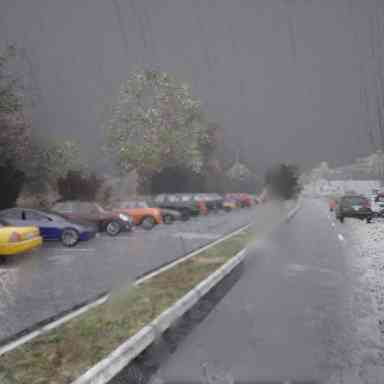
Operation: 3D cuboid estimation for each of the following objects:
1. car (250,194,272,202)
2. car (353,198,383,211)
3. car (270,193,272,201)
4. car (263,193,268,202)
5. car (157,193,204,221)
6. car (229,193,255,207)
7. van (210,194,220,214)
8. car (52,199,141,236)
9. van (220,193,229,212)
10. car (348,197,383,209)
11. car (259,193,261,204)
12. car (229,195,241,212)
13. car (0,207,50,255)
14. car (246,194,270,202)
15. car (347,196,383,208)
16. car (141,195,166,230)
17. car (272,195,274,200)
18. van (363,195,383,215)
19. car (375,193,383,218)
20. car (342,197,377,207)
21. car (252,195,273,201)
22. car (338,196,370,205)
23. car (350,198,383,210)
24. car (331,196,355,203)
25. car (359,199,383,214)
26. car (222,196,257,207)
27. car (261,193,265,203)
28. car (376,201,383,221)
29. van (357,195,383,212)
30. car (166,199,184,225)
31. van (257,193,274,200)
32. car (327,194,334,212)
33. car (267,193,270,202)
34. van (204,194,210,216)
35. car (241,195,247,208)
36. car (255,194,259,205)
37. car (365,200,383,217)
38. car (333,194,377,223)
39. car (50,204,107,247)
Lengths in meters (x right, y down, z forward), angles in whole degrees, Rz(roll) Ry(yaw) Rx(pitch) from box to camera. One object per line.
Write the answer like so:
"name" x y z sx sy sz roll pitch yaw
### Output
"car" 15.605 1.270 75.761 4.553 1.767 2.185 0 0 -3
"car" 24.206 1.647 43.553 5.366 1.575 1.946 2 0 0
"car" 12.923 1.393 67.282 5.008 1.535 2.097 0 0 -2
"car" 11.027 1.421 61.654 4.792 1.488 2.163 0 0 -1
"car" -2.089 1.113 25.319 5.566 2.045 2.435 0 0 0
"car" 5.105 1.129 44.870 5.566 2.045 2.435 0 0 0
"van" 0.113 1.143 30.910 4.442 1.987 1.878 0 0 0
"car" -5.183 1.232 16.947 4.553 1.767 2.185 0 0 0
"van" 1.141 1.145 33.705 4.442 1.987 1.878 0 0 0
"car" 26.042 1.647 49.230 4.892 1.521 2.231 2 0 -1
"car" 8.186 1.261 53.254 4.553 1.767 2.185 0 0 0
"car" 2.239 1.371 36.496 5.366 1.575 1.946 0 0 0
"car" -7.691 1.350 10.576 5.366 1.575 1.946 0 0 0
"car" 13.788 1.269 70.108 4.553 1.767 2.185 0 0 -2
"car" 27.033 1.520 52.083 4.553 1.767 2.185 2 0 -1
"car" -4.089 1.235 19.731 4.553 1.767 2.185 0 0 0
"car" 14.520 1.392 72.919 5.366 1.575 1.946 0 0 -2
"van" 20.804 1.412 35.053 4.442 1.987 1.878 2 1 0
"car" 16.786 1.383 23.783 5.566 2.045 2.435 2 0 0
"car" 29.003 1.645 57.800 5.008 1.535 2.097 2 0 -2
"car" 17.263 1.435 81.438 4.674 1.452 2.002 0 0 -4
"car" 30.899 1.644 63.532 5.008 1.535 2.097 2 1 -2
"car" 25.051 1.646 46.378 5.008 1.535 2.097 2 1 -1
"car" 35.300 1.674 77.987 4.674 1.452 2.002 1 0 -4
"car" 21.983 1.673 37.889 4.792 1.488 2.163 2 0 0
"car" 7.163 1.385 50.457 4.892 1.521 2.231 0 0 0
"car" 9.146 1.388 56.049 5.008 1.535 2.097 0 0 -1
"car" 17.795 1.635 26.597 5.008 1.535 2.097 2 1 0
"van" 22.879 1.415 40.709 4.442 1.987 1.878 2 1 0
"car" -3.093 1.402 22.531 4.674 1.452 2.002 0 0 0
"van" 20.549 1.166 92.863 4.442 1.987 1.878 0 0 -5
"car" 17.886 1.439 40.371 2.097 1.767 4.553 1 0 20
"car" 12.029 1.422 64.475 4.792 1.488 2.163 0 0 -1
"van" -0.914 1.141 28.116 4.442 1.987 1.878 0 0 0
"car" 4.136 1.407 42.085 4.792 1.488 2.163 0 0 0
"car" 6.335 1.379 47.671 5.366 1.575 1.946 0 0 0
"car" 19.876 1.639 32.236 5.008 1.535 2.097 2 1 0
"car" 12.763 1.300 26.452 2.150 2.045 5.566 1 0 20
"car" -6.301 1.385 13.767 4.792 1.488 2.163 0 0 0
